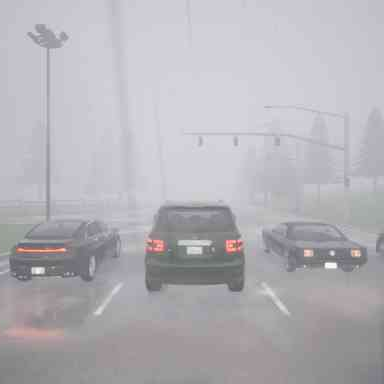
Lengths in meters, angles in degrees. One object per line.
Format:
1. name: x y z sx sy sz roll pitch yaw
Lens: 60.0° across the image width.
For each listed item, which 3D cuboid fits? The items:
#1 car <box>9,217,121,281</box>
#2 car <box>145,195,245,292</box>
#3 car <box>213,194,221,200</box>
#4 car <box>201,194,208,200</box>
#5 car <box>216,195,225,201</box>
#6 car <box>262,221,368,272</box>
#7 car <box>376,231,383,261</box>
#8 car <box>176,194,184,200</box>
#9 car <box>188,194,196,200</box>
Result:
1. car: -3.422 1.505 9.844 1.837 1.490 4.892 0 0 0
2. car: 0.074 1.221 9.095 2.150 2.045 5.566 0 0 0
3. car: 7.048 1.385 93.449 1.994 1.385 4.181 0 0 0
4. car: 3.548 1.310 93.451 1.882 1.535 5.008 0 0 0
5. car: 7.043 1.544 83.412 1.994 1.385 4.181 0 0 0
6. car: 3.585 1.601 10.760 1.895 1.301 4.718 0 0 0
7. car: 7.076 1.492 9.213 2.128 1.511 4.902 0 0 0
8. car: -3.452 1.372 93.454 2.033 1.411 5.357 0 0 0
9. car: 0.048 1.357 93.453 2.128 1.511 4.902 0 0 0
